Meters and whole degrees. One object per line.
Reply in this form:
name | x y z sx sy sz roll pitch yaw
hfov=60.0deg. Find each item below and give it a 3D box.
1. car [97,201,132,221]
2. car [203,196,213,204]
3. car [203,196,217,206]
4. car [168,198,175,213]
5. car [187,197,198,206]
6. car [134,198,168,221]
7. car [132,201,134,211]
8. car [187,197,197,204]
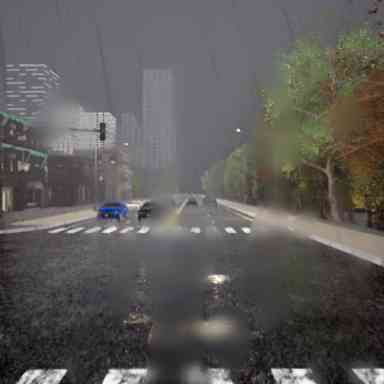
car | -6.618 1.540 28.112 1.882 1.535 5.008 0 0 -1
car | 3.233 1.625 68.267 1.882 1.535 5.008 0 0 0
car | 3.330 1.618 58.102 2.128 1.511 4.902 0 0 0
car | -3.360 1.648 38.196 1.994 1.385 4.181 0 0 0
car | 0.081 1.673 57.819 2.033 1.411 5.357 0 0 0
car | -3.360 1.541 28.234 1.882 1.535 5.008 0 0 0
car | -6.611 1.685 38.160 1.895 1.301 4.718 0 0 0
car | -0.017 1.745 68.311 1.895 1.301 4.718 0 0 0
